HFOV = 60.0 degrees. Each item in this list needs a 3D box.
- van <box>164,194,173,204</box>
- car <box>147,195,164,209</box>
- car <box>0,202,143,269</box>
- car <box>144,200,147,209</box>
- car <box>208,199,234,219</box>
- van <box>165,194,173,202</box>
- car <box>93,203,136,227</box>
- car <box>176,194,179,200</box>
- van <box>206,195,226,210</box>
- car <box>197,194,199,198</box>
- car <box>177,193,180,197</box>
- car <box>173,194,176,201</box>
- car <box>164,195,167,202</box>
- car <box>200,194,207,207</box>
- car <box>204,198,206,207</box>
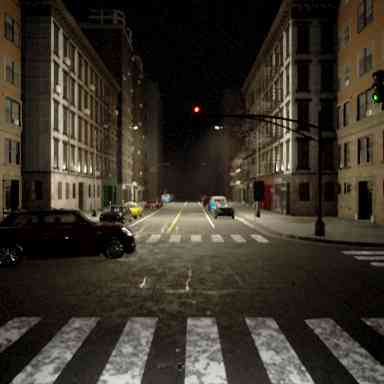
[{"bbox_3d":[-5.305,1.409,66.904,1.690,1.788,3.998,0,0,0],"label":"van"},{"bbox_3d":[-5.326,1.486,45.280,1.967,1.590,4.097,0,0,0],"label":"car"},{"bbox_3d":[-4.255,1.350,11.210,4.553,1.767,2.097,0,-1,-25],"label":"car"},{"bbox_3d":[-5.341,1.554,28.891,1.752,1.417,4.829,0,0,0],"label":"car"},{"bbox_3d":[2.693,1.580,29.046,2.008,1.369,4.403,0,0,0],"label":"car"},{"bbox_3d":[-5.295,1.421,77.717,1.690,1.788,3.998,0,0,0],"label":"van"},{"bbox_3d":[-5.346,1.574,23.654,2.008,1.369,4.403,0,0,0],"label":"car"},{"bbox_3d":[-5.284,1.641,88.529,2.008,1.369,4.403,0,0,0],"label":"car"},{"bbox_3d":[2.705,1.376,34.453,1.690,1.788,3.998,0,0,0],"label":"van"},{"bbox_3d":[2.809,1.630,83.109,1.887,1.381,4.507,0,0,0],"label":"car"},{"bbox_3d":[-5.279,1.411,93.935,2.192,1.841,5.009,0,0,0],"label":"car"},{"bbox_3d":[-5.300,1.389,72.310,2.192,1.841,5.009,0,0,0],"label":"car"},{"bbox_3d":[-5.321,1.576,50.515,1.752,1.417,4.829,0,0,0],"label":"car"},{"bbox_3d":[2.740,1.366,50.672,2.192,1.841,5.009,0,0,0],"label":"car"},{"bbox_3d":[2.716,1.622,39.859,1.802,1.307,4.206,0,0,0],"label":"car"}]
